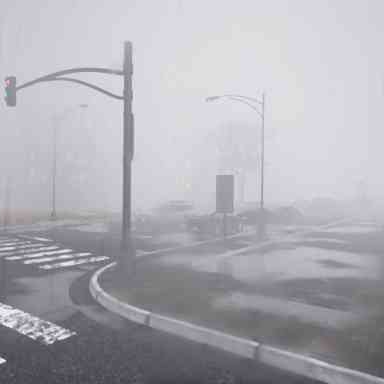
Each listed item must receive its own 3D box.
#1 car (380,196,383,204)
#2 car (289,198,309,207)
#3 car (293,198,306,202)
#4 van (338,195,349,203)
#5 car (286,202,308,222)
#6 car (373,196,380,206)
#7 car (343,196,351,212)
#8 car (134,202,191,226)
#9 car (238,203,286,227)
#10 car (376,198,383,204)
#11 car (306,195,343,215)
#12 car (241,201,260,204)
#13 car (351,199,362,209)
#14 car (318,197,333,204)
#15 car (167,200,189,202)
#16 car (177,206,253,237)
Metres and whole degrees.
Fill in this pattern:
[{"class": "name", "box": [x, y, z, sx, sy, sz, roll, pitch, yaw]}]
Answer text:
[{"class": "car", "box": [41.368, 1.783, 73.638, 2.192, 1.841, 5.009, 1, 0, 36]}, {"class": "car", "box": [18.074, 1.726, 56.098, 1.752, 1.417, 4.829, 1, 0, 36]}, {"class": "car", "box": [16.037, 1.751, 48.778, 1.837, 1.490, 4.892, 1, 0, 36]}, {"class": "van", "box": [37.901, 1.705, 83.072, 1.690, 1.788, 3.998, 1, 0, 36]}, {"class": "car", "box": [7.926, 1.778, 27.921, 1.802, 1.307, 4.206, 1, 0, 36]}, {"class": "car", "box": [34.891, 1.940, 64.829, 1.752, 1.417, 4.829, 1, 0, 36]}, {"class": "car", "box": [18.397, 1.720, 42.299, 1.967, 1.590, 4.097, 1, 0, 36]}, {"class": "car", "box": [-2.000, 1.663, 24.405, 1.895, 1.301, 4.718, 1, 0, 36]}, {"class": "car", "box": [4.681, 1.736, 23.505, 1.947, 1.339, 4.313, 1, 0, 36]}, {"class": "car", "box": [44.652, 2.047, 78.111, 2.008, 1.369, 4.403, 1, 0, 36]}, {"class": "car", "box": [15.138, 1.569, 37.806, 2.192, 1.841, 5.009, 1, 0, 36]}, {"class": "car", "box": [6.180, 1.654, 35.521, 1.812, 1.442, 4.674, 1, 0, 36]}, {"class": "car", "box": [24.929, 1.773, 51.273, 1.967, 1.590, 4.097, 1, 0, 36]}, {"class": "car", "box": [28.037, 1.848, 69.653, 1.947, 1.339, 4.313, 1, 0, 36]}, {"class": "car", "box": [-1.651, 1.480, 29.474, 1.967, 1.590, 4.097, 1, 0, 36]}, {"class": "car", "box": [1.435, 1.696, 19.088, 2.008, 1.369, 4.403, 1, 0, 36]}]
